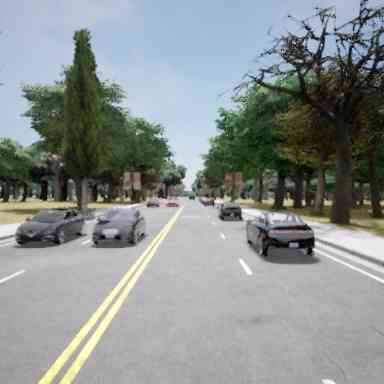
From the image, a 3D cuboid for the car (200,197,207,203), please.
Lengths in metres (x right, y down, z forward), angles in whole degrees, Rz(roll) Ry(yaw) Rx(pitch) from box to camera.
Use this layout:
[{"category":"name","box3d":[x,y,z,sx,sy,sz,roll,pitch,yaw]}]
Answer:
[{"category":"car","box3d":[3.248,2.261,94.567,2.033,1.411,5.357,0,-1,0]}]

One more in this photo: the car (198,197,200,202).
[{"category":"car","box3d":[3.248,2.193,83.597,1.895,1.301,4.718,0,-1,0]}]

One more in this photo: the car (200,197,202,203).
[{"category":"car","box3d":[3.248,2.071,72.598,1.895,1.301,4.718,0,-1,0]}]

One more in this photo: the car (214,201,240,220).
[{"category":"car","box3d":[3.350,1.646,30.051,1.837,1.490,4.892,0,0,0]}]

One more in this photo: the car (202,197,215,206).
[{"category":"car","box3d":[3.249,1.889,61.567,1.812,1.442,4.674,0,0,0]}]

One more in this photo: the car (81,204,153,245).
[{"category":"car","box3d":[-3.349,1.556,16.034,2.128,1.511,4.902,0,0,0]}]

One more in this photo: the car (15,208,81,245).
[{"category":"car","box3d":[-6.600,1.569,16.053,1.837,1.490,4.892,0,0,0]}]

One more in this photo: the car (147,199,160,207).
[{"category":"car","box3d":[-6.545,1.872,56.754,2.033,1.411,5.357,0,0,1]}]

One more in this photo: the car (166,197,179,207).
[{"category":"car","box3d":[-3.303,1.678,56.851,2.097,1.767,4.553,0,0,1]}]

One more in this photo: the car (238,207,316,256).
[{"category":"car","box3d":[3.350,1.544,13.361,2.128,1.511,4.902,0,0,0]}]
